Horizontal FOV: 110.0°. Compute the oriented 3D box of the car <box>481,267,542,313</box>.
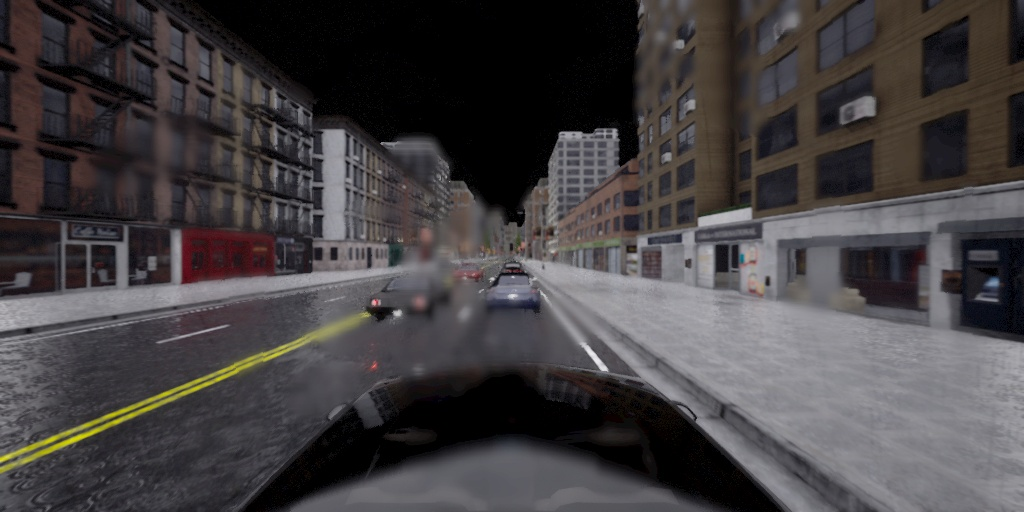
[{"bbox_3d":[0.073,1.300,13.852,1.994,1.385,4.181,0,0,0],"label":"car"}]

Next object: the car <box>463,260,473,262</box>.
[{"bbox_3d":[-6.555,1.292,52.098,1.895,1.301,4.718,0,0,0],"label":"car"}]

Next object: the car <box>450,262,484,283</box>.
[{"bbox_3d":[-3.182,1.322,27.327,1.895,1.301,4.718,0,0,0],"label":"car"}]

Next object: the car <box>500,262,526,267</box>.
[{"bbox_3d":[0.071,1.226,28.864,1.837,1.490,4.892,0,1,0],"label":"car"}]

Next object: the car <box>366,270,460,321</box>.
[{"bbox_3d":[-3.187,1.339,12.344,1.895,1.301,4.718,0,0,0],"label":"car"}]

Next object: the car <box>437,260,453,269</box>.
[{"bbox_3d":[-9.797,1.254,53.057,1.994,1.385,4.181,0,0,0],"label":"car"}]
